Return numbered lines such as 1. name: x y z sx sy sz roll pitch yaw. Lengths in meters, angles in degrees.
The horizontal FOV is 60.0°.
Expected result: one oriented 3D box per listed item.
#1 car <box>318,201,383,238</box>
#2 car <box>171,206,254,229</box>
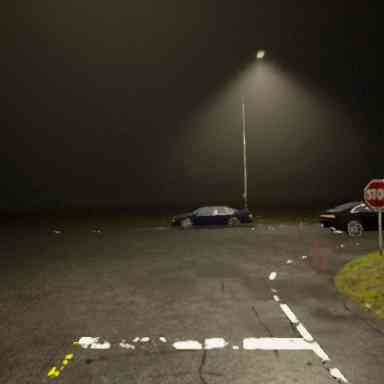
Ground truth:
1. car: 8.232 1.158 14.940 4.902 1.511 2.128 -3 -2 -1
2. car: 1.310 1.631 21.901 5.357 1.411 2.033 -2 -1 0
